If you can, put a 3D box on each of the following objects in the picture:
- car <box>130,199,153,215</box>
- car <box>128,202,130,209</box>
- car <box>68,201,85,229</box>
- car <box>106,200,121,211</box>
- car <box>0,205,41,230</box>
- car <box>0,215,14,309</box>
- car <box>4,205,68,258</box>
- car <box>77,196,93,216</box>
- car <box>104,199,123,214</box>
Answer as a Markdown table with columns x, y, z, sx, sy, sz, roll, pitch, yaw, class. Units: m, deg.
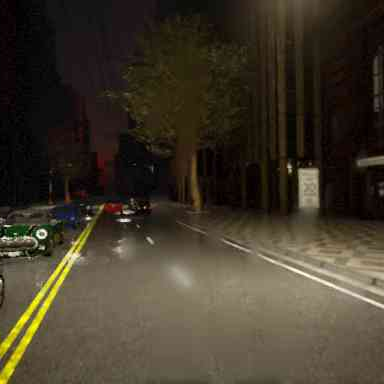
| x | y | z | sx | sy | sz | roll | pitch | yaw | class |
| --- | --- | --- | --- | --- | --- | --- | --- | --- | --- |
| -5.494 | 1.755 | 37.222 | 2.033 | 1.411 | 5.357 | -1 | 0 | -13 | car |
| -8.088 | 1.778 | 47.693 | 2.128 | 1.511 | 4.902 | -1 | 0 | -14 | car |
| -8.948 | 1.696 | 23.421 | 1.882 | 1.535 | 5.008 | -1 | 0 | -14 | car |
| -11.779 | 1.899 | 49.504 | 2.033 | 1.411 | 5.357 | -1 | 0 | -14 | car |
| -12.532 | 1.806 | 24.420 | 1.812 | 1.442 | 4.674 | -1 | 0 | -14 | car |
| -4.363 | 1.437 | 4.740 | 2.097 | 1.767 | 4.553 | -1 | 0 | -15 | car |
| -6.485 | 1.498 | 13.325 | 2.097 | 1.767 | 4.553 | -1 | 0 | -14 | car |
| -12.191 | 1.667 | 36.976 | 2.097 | 1.767 | 4.553 | -1 | 0 | -13 | car |
| -9.367 | 1.631 | 39.615 | 2.097 | 1.767 | 4.553 | -1 | 0 | -14 | car |
